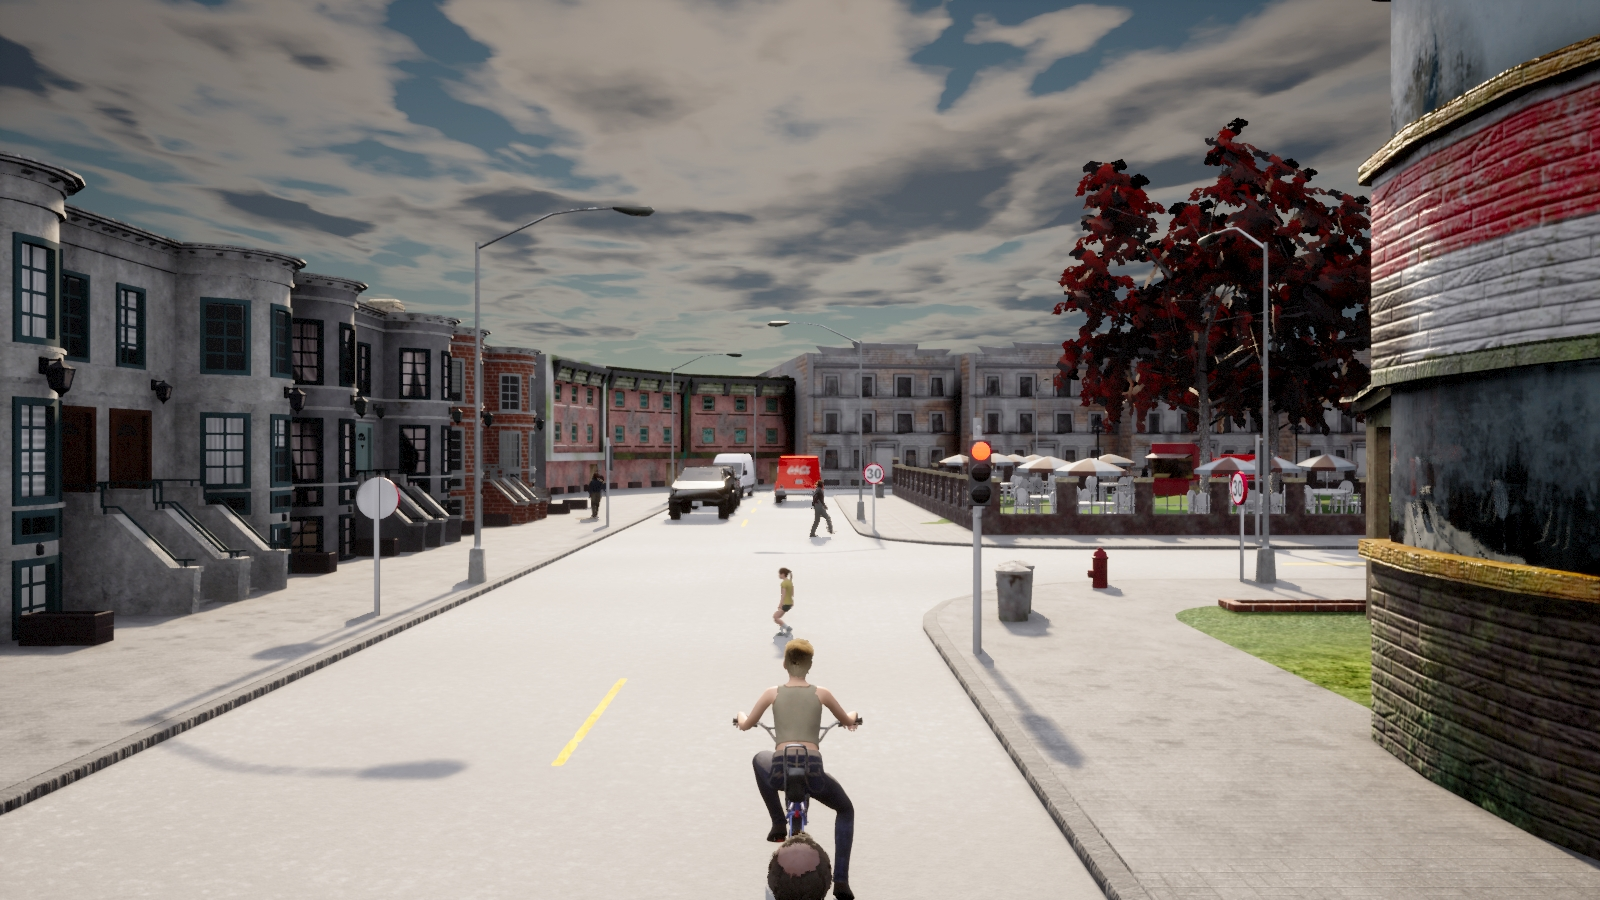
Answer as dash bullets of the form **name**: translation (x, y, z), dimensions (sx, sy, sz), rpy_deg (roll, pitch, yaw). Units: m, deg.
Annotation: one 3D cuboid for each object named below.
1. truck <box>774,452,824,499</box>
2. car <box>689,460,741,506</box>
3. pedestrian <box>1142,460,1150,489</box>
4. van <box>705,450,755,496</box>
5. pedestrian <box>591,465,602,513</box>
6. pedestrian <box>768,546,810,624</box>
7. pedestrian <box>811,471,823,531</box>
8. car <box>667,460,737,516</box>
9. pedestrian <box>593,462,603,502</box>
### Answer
- **truck**: translation (-0.046, 1.323, 62.112), dimensions (2.627, 2.467, 5.204), rpy_deg (0, 0, 0)
- **car**: translation (-4.051, 1.538, 55.431), dimensions (2.150, 2.045, 5.566), rpy_deg (0, 0, 0)
- **pedestrian**: translation (22.391, 1.600, 73.908), dimensions (0.375, 1.860, 0.375), rpy_deg (0, 0, -26)
- **van**: translation (-4.016, 1.289, 66.882), dimensions (1.988, 2.561, 5.915), rpy_deg (0, 0, 6)
- **pedestrian**: translation (-7.891, 1.507, 44.256), dimensions (0.375, 1.860, 0.375), rpy_deg (0, 0, -4)
- **pedestrian**: translation (-0.164, 2.001, 17.028), dimensions (0.500, 1.100, 0.500), rpy_deg (0, 0, 17)
- **pedestrian**: translation (0.539, 1.614, 36.149), dimensions (0.375, 1.860, 0.375), rpy_deg (0, 0, 4)
- **car**: translation (-3.997, 1.515, 47.708), dimensions (2.390, 2.098, 6.274), rpy_deg (0, 0, 0)
- **pedestrian**: translation (-9.499, 1.504, 53.779), dimensions (0.375, 1.860, 0.375), rpy_deg (0, 0, -22)
